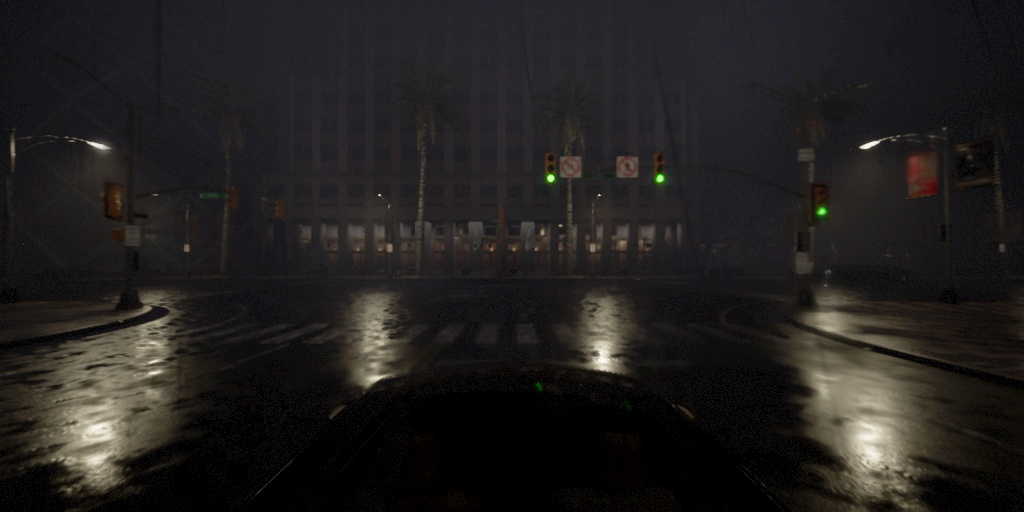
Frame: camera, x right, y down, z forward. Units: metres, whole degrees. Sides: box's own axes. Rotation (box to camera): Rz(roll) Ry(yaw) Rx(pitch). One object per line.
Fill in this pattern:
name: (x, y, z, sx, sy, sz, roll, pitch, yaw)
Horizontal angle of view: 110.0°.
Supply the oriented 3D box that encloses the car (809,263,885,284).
car: (27.970, 1.389, 30.357, 4.553, 1.767, 2.097, 0, -1, 0)
